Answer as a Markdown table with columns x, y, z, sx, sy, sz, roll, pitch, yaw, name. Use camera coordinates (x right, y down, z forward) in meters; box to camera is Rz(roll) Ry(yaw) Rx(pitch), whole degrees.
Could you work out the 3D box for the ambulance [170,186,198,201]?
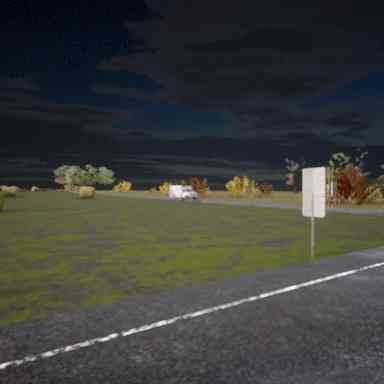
| x | y | z | sx | sy | sz | roll | pitch | yaw | name |
| --- | --- | --- | --- | --- | --- | --- | --- | --- | --- |
| -1.429 | 0.163 | 57.524 | 2.351 | 2.431 | 6.366 | 1 | 0 | -32 | ambulance |
